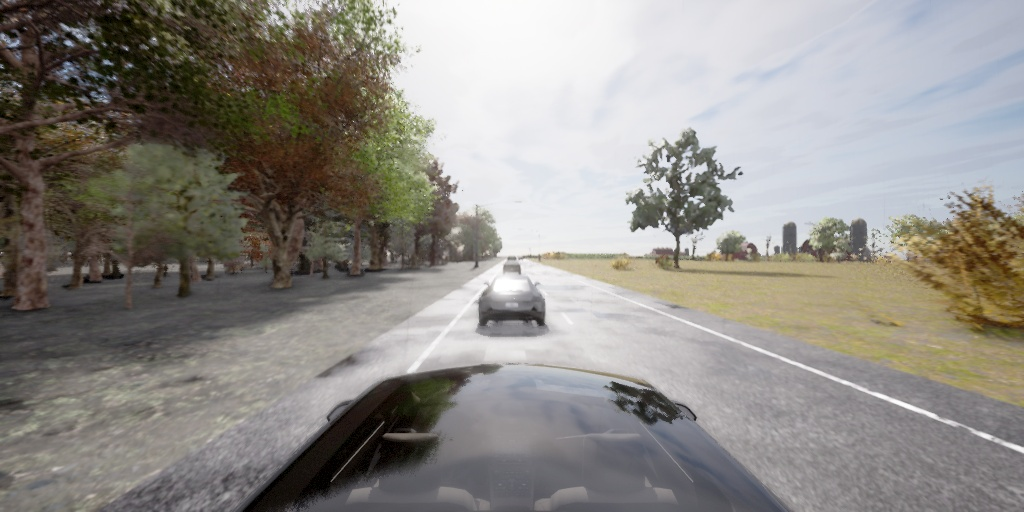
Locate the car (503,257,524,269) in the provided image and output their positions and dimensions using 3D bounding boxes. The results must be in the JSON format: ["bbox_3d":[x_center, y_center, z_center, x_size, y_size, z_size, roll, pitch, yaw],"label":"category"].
[{"bbox_3d":[0.002,1.197,38.588,1.882,1.535,5.008,0,0,0],"label":"car"}]

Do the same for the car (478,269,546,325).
[{"bbox_3d":[0.002,1.304,11.790,1.994,1.385,4.181,0,0,0],"label":"car"}]
